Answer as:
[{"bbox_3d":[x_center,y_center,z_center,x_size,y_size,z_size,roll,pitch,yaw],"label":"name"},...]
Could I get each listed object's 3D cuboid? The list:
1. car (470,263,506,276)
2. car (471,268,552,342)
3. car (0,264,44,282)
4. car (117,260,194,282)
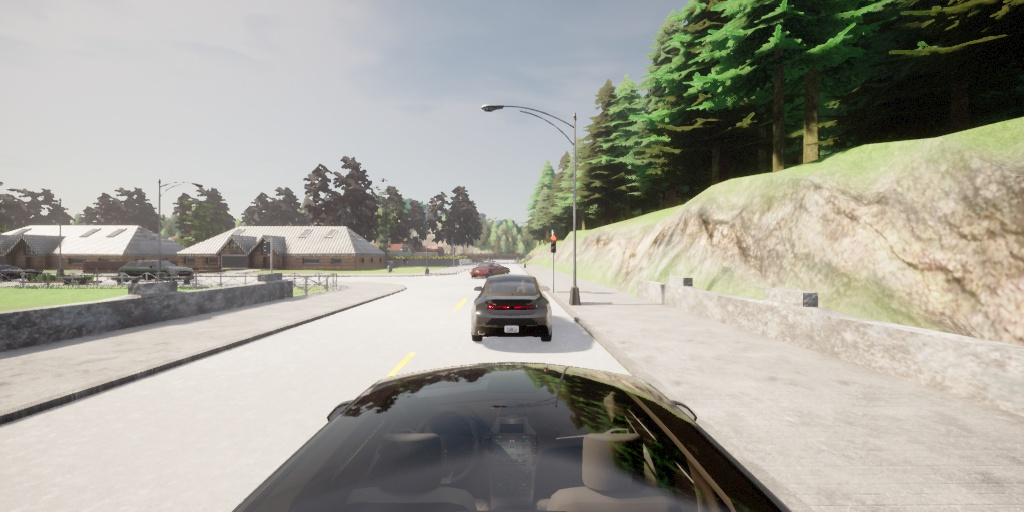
[{"bbox_3d":[-1.982,1.314,33.474,1.994,1.385,4.181,0,0,35],"label":"car"},{"bbox_3d":[-0.009,1.255,9.792,1.837,1.490,4.892,0,0,0],"label":"car"},{"bbox_3d":[-39.827,1.350,27.989,4.718,1.301,1.895,0,0,0],"label":"car"},{"bbox_3d":[-27.770,1.102,28.083,4.553,1.767,2.097,0,0,0],"label":"car"}]
